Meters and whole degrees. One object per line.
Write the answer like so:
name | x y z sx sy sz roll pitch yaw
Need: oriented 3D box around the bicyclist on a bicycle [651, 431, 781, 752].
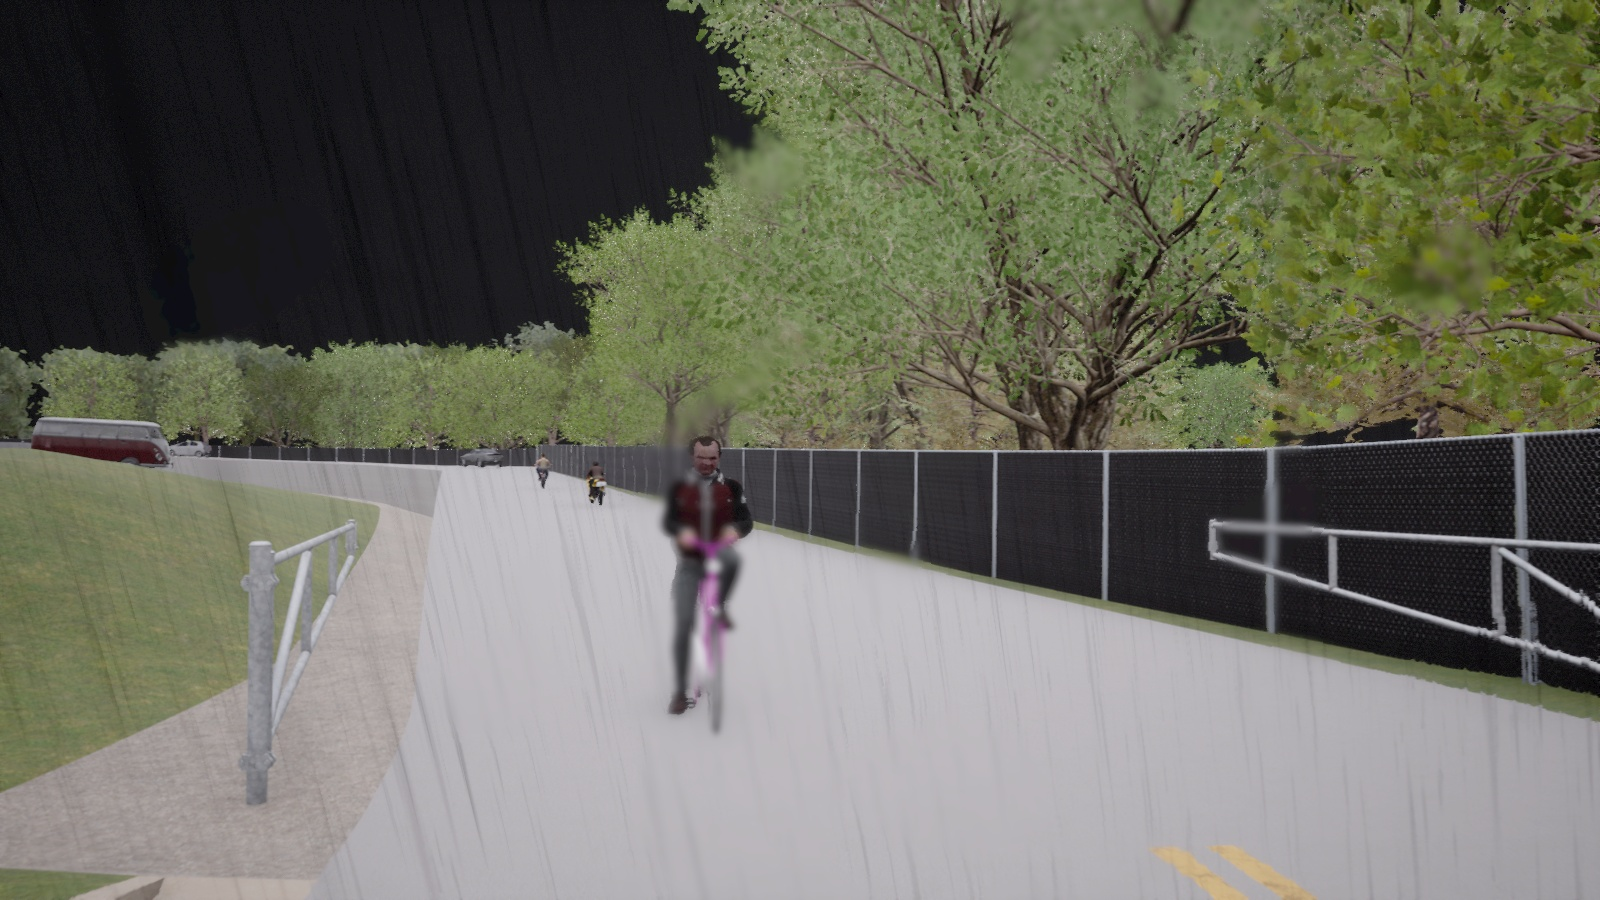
bicyclist on a bicycle | -0.575 0.799 7.915 0.659 1.776 1.843 0 -1 -9

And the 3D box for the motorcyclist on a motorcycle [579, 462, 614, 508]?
motorcyclist on a motorcycle | -7.033 1.200 43.242 0.797 1.523 2.044 0 0 -21

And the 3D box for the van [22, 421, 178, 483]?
van | -25.068 0.103 45.092 4.442 1.987 1.775 3 -2 -8
